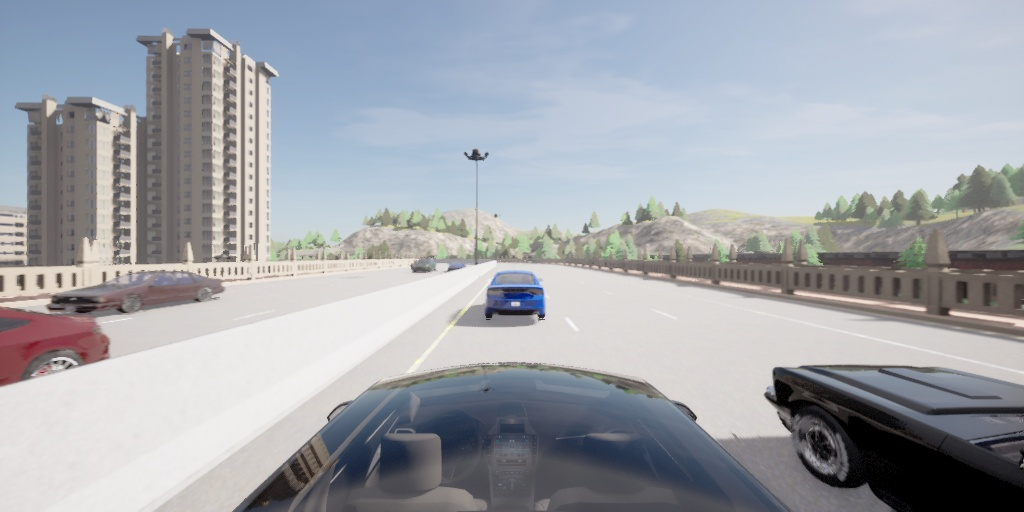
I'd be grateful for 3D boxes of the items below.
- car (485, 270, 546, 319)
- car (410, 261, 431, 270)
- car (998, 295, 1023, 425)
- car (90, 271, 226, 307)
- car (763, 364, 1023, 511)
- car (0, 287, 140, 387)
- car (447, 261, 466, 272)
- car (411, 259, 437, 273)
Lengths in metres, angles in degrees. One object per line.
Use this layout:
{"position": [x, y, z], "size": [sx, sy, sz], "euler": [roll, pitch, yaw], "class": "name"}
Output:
{"position": [0.100, 1.232, 12.795], "size": [1.882, 1.535, 5.008], "euler": [0, 0, 0], "class": "car"}
{"position": [-14.048, 1.414, 55.252], "size": [1.895, 1.301, 4.718], "euler": [0, 0, 1], "class": "car"}
{"position": [7.100, 1.242, 2.000], "size": [2.128, 1.511, 4.902], "euler": [0, 0, 0], "class": "car"}
{"position": [-14.100, 1.302, 14.111], "size": [2.033, 1.411, 5.357], "euler": [0, 0, 0], "class": "car"}
{"position": [3.599, 1.351, 1.640], "size": [1.895, 1.301, 4.718], "euler": [0, 0, 0], "class": "car"}
{"position": [-7.100, 1.276, 3.586], "size": [1.812, 1.442, 4.674], "euler": [0, 0, 0], "class": "car"}
{"position": [-7.077, 1.315, 46.580], "size": [1.812, 1.442, 4.674], "euler": [0, 0, 0], "class": "car"}
{"position": [-10.580, 1.135, 43.513], "size": [2.097, 1.767, 4.553], "euler": [0, 0, 0], "class": "car"}
